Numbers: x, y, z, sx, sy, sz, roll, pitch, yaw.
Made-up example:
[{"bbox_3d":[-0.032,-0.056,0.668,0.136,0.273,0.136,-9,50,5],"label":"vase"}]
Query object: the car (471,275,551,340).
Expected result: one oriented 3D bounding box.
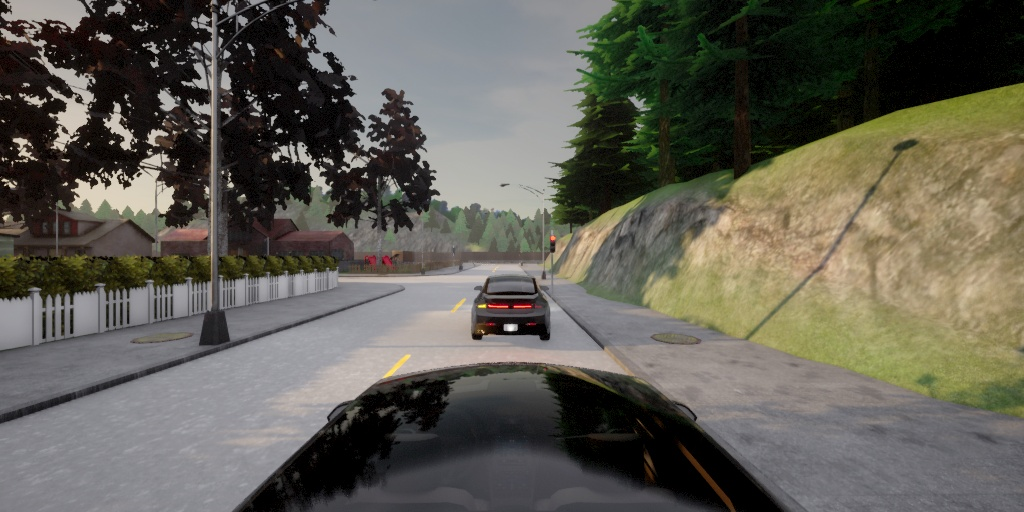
[{"bbox_3d":[-0.019,1.255,9.947,1.837,1.490,4.892,0,0,0],"label":"car"}]
